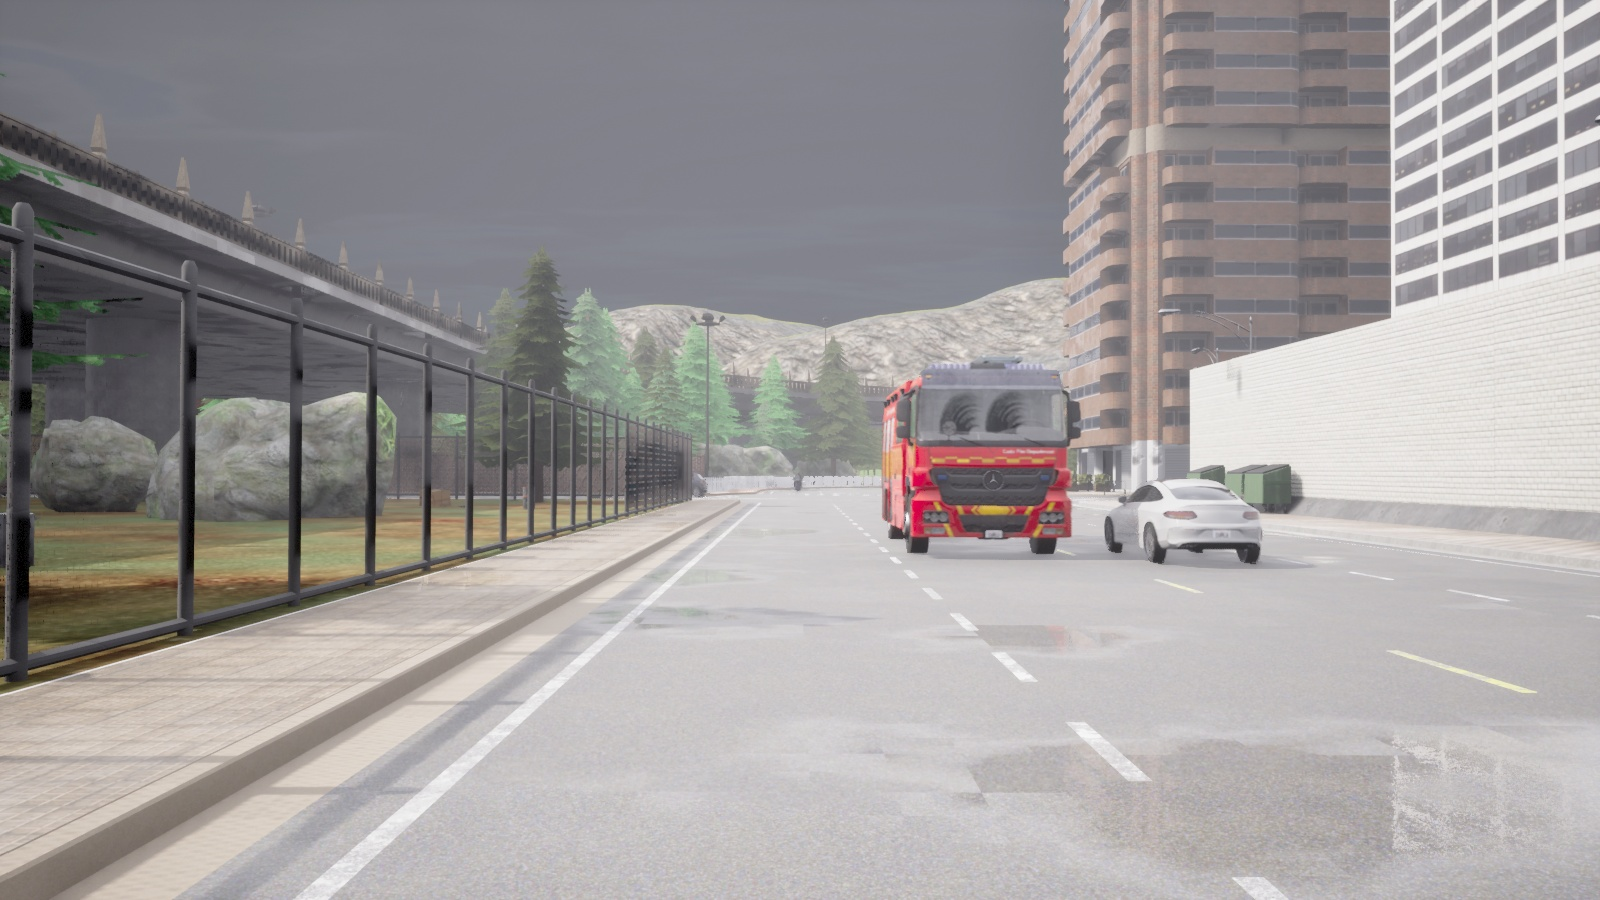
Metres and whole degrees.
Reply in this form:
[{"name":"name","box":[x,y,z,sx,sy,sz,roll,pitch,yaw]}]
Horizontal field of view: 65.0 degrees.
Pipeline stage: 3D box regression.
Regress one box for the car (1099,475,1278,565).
[{"name":"car","box":[6.935,1.198,22.976,1.812,1.442,4.674,0,-1,0]}]

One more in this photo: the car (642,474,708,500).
[{"name":"car","box":[-7.370,2.160,74.346,3.633,1.501,1.845,0,-1,5]}]

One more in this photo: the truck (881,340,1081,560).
[{"name":"truck","box":[3.422,0.074,26.121,2.891,3.827,8.468,0,-1,0]}]
